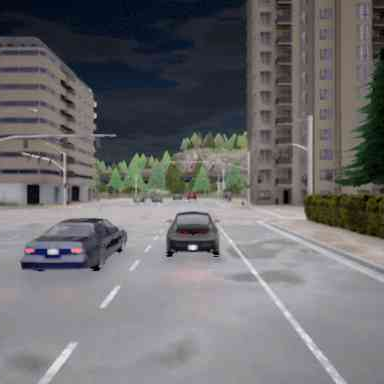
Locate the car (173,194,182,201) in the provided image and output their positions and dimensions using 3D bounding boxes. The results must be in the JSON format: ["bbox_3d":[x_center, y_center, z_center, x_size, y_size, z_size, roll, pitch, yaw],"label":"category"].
[{"bbox_3d":[-3.475,1.161,80.192,2.097,1.767,4.553,0,0,0],"label":"car"}]

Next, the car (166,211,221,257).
[{"bbox_3d":[0.049,1.501,12.987,1.837,1.490,4.892,0,0,1],"label":"car"}]

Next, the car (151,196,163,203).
[{"bbox_3d":[-6.986,1.533,66.310,1.994,1.385,4.181,0,0,0],"label":"car"}]

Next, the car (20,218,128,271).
[{"bbox_3d":[-3.474,1.543,10.834,2.033,1.411,5.357,0,0,0],"label":"car"}]

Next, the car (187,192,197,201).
[{"bbox_3d":[0.025,1.031,80.250,2.150,2.045,5.566,0,0,0],"label":"car"}]

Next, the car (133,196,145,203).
[{"bbox_3d":[-10.485,1.477,66.273,2.128,1.511,4.902,0,0,0],"label":"car"}]
